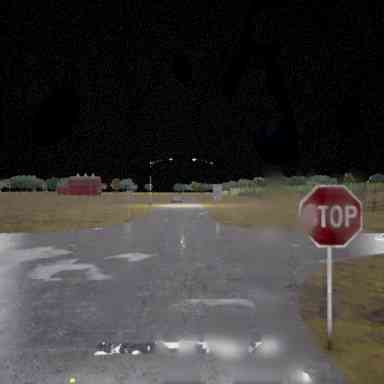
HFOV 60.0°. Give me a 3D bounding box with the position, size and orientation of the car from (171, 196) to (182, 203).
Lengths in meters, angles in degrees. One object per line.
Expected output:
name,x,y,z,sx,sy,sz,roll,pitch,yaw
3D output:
car,-2.970,1.533,65.451,1.994,1.385,4.181,0,0,0
